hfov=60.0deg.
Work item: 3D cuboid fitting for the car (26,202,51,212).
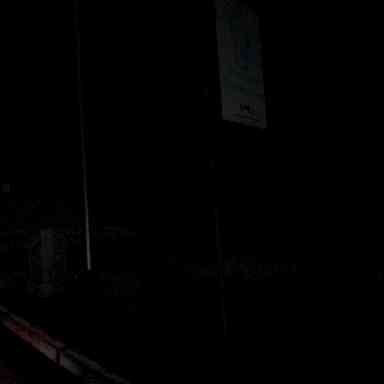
[{"bbox_3d":[-23.523,2.231,51.209,1.994,1.385,4.181,-4,-1,7],"label":"car"}]

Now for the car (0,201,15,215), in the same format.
[{"bbox_3d":[-23.182,1.881,39.829,2.097,1.767,4.553,-3,0,-5],"label":"car"}]
